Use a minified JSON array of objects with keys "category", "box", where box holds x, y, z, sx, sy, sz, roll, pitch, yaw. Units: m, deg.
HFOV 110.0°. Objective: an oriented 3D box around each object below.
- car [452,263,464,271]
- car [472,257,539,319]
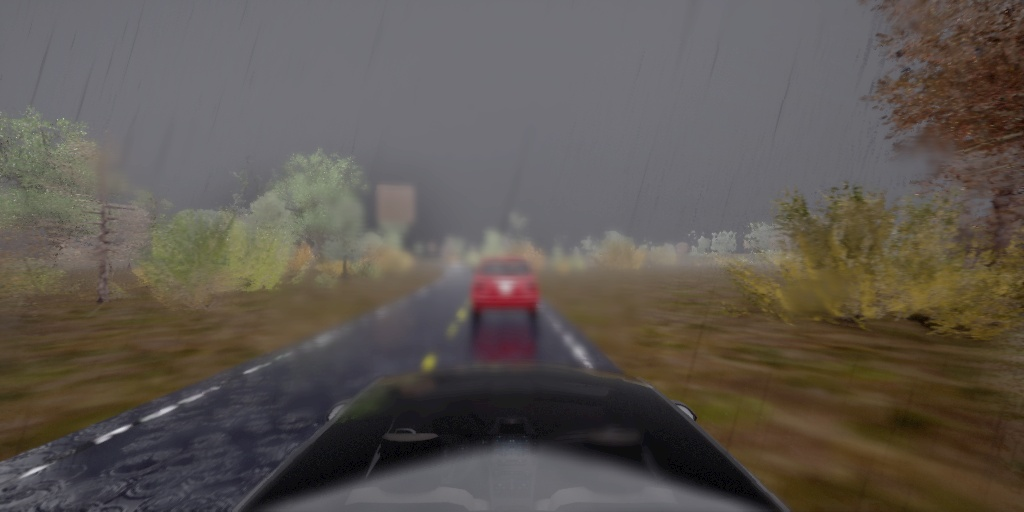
[{"category":"car","box":[-8.945,1.750,59.108,1.895,1.301,4.718,0,0,-11]},{"category":"car","box":[-0.281,1.052,13.314,2.150,2.045,5.566,0,0,-2]}]
